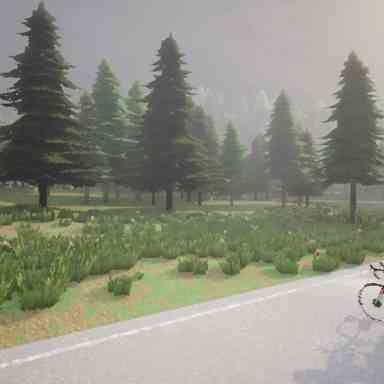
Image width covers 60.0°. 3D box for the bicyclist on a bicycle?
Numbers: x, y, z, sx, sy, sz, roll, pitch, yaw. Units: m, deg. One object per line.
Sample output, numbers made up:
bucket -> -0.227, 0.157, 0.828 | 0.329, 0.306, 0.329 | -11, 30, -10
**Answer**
bicyclist on a bicycle -> 3.482, 1.453, 5.378 | 0.582, 1.620, 1.656 | 0, -1, -35
